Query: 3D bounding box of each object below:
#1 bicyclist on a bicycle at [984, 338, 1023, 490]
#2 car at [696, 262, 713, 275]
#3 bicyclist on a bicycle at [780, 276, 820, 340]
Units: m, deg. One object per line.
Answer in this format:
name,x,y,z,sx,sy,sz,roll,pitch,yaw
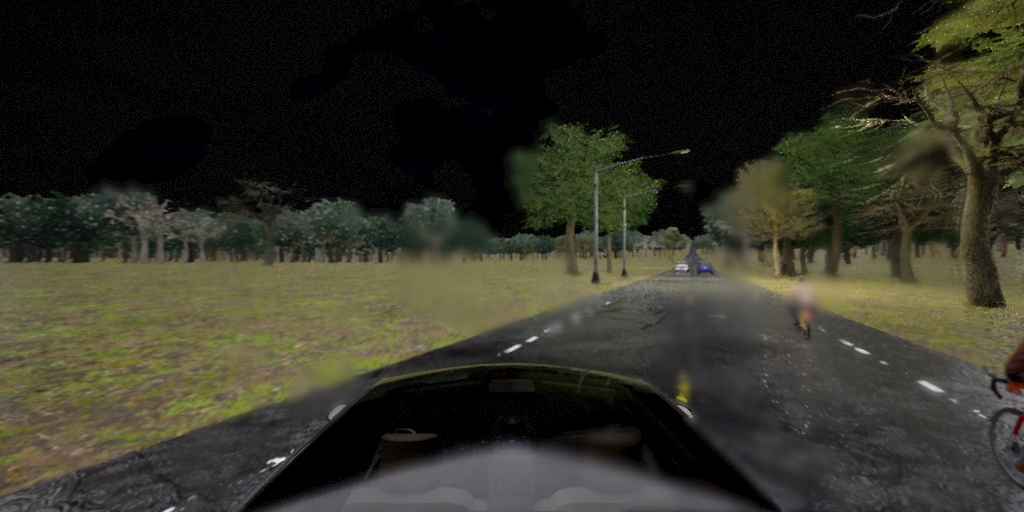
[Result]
bicyclist on a bicycle,4.276,1.237,2.755,0.582,1.620,1.656,0,-1,27
car,30.775,1.921,57.257,2.150,2.045,5.566,0,-1,27
bicyclist on a bicycle,7.672,1.333,9.487,0.866,1.612,1.509,0,-1,27
